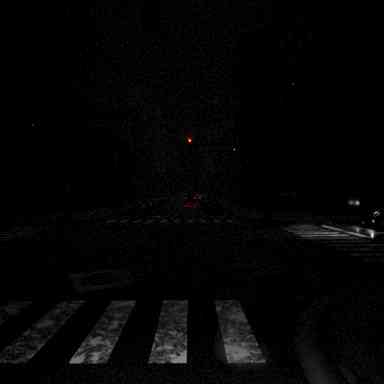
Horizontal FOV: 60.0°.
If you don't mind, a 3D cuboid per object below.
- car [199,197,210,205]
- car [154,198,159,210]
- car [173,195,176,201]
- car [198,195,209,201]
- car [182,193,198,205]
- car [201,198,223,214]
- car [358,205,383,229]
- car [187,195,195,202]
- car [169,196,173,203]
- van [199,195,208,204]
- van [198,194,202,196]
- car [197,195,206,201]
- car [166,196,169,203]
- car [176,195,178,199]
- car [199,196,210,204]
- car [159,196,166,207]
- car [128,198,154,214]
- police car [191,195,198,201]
[{"bbox_3d":[2.389,1.647,63.730,2.008,1.369,4.403,0,0,0],"label":"car"},{"bbox_3d":[-5.669,1.490,41.700,1.967,1.590,4.097,0,0,0],"label":"car"},{"bbox_3d":[-5.611,1.695,80.275,2.008,1.369,4.403,0,0,0],"label":"car"},{"bbox_3d":[2.372,1.637,52.709,1.947,1.339,4.313,0,0,0],"label":"car"},{"bbox_3d":[-0.248,1.318,63.358,2.150,2.045,5.566,0,0,0],"label":"car"},{"bbox_3d":[2.347,1.606,36.176,1.947,1.339,4.313,0,0,0],"label":"car"},{"bbox_3d":[12.893,1.305,20.689,4.553,1.767,2.097,0,0,0],"label":"car"},{"bbox_3d":[-0.232,1.480,73.713,1.812,1.442,4.674,0,0,0],"label":"car"},{"bbox_3d":[-5.628,1.552,69.253,1.967,1.590,4.097,0,0,0],"label":"car"},{"bbox_3d":[2.397,1.453,69.241,1.690,1.788,3.998,0,0,0],"label":"van"},{"bbox_3d":[2.381,1.424,58.220,1.690,1.788,3.998,0,0,0],"label":"van"},{"bbox_3d":[2.423,1.600,85.774,1.967,1.590,4.097,0,0,0],"label":"car"},{"bbox_3d":[-5.644,1.634,58.232,2.008,1.369,4.403,0,0,0],"label":"car"},{"bbox_3d":[-5.593,1.721,91.297,1.887,1.381,4.507,0,0,0],"label":"car"},{"bbox_3d":[2.364,1.641,47.199,1.802,1.307,4.206,0,0,0],"label":"car"},{"bbox_3d":[-5.653,1.653,52.721,1.802,1.307,4.206,0,0,0],"label":"car"},{"bbox_3d":[-5.678,1.480,36.189,1.967,1.590,4.097,0,0,0],"label":"car"},{"bbox_3d":[0.618,1.599,90.257,1.930,1.638,5.238,0,0,0],"label":"police car"}]
